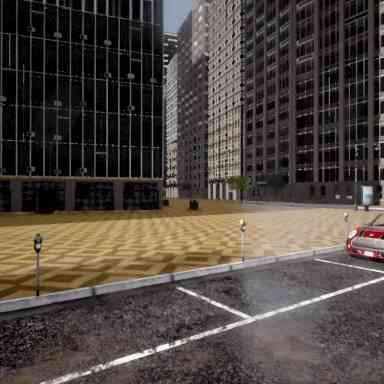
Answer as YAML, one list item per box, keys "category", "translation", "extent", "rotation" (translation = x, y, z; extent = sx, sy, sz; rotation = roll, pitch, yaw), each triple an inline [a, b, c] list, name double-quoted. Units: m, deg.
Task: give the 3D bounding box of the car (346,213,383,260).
- category: "car"
  translation: [7.237, 1.438, 11.716]
  extent: [4.097, 1.590, 1.967]
  rotation: [0, 0, -35]
